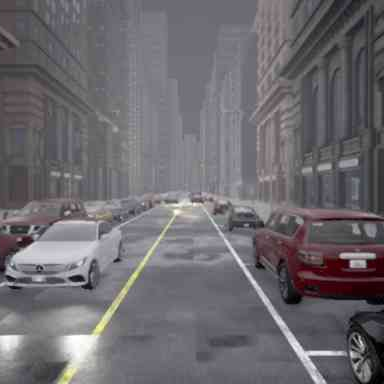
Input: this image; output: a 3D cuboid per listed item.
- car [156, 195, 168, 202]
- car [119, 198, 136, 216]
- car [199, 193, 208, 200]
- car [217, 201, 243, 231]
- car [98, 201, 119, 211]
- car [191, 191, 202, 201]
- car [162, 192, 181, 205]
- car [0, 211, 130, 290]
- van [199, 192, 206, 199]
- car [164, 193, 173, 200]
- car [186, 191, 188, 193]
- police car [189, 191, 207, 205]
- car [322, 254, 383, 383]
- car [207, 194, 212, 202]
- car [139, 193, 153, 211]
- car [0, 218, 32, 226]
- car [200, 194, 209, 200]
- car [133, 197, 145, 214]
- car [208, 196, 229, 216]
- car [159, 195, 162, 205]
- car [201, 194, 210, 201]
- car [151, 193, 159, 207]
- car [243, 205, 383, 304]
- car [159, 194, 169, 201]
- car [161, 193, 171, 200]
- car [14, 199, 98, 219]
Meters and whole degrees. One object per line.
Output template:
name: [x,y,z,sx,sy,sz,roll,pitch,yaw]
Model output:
car: [-5.768,1.205,63.945,1.802,1.307,4.206,0,0,0]
car: [-5.763,1.403,24.733,2.008,1.369,4.403,0,0,0]
car: [2.755,1.071,80.759,1.887,1.381,4.507,0,0,0]
car: [2.763,1.436,19.137,2.008,1.369,4.403,0,0,0]
car: [-5.762,1.412,18.962,1.752,1.417,4.829,0,0,0]
car: [0.892,0.825,68.060,2.150,2.045,5.566,0,0,0]
car: [-3.084,1.175,50.986,1.882,1.535,5.008,0,0,0]
car: [-3.101,1.471,9.058,1.812,1.442,4.674,0,0,0]
van: [2.756,0.835,86.360,1.690,1.788,3.998,0,0,0]
car: [-5.770,1.071,80.749,1.887,1.381,4.507,0,0,0]
car: [-0.011,0.918,86.388,1.994,1.385,4.181,0,0,0]
police car: [0.893,1.117,52.141,1.930,1.638,5.238,0,0,0]
car: [2.765,1.551,2.331,1.947,1.339,4.313,0,0,0]
car: [2.759,1.096,58.350,1.967,1.590,4.097,0,0,0]
car: [-5.764,1.226,35.936,1.967,1.590,4.097,0,0,0]
car: [-5.761,1.534,7.928,1.802,1.307,4.206,0,0,0]
car: [2.756,1.103,75.158,1.887,1.381,4.507,0,0,0]
car: [-5.764,1.385,30.335,1.947,1.339,4.313,0,0,0]
car: [2.762,1.364,30.341,1.887,1.381,4.507,0,0,0]
car: [-5.766,1.232,52.741,1.887,1.381,4.507,0,0,0]
car: [2.757,1.115,69.725,1.752,1.417,4.829,0,0,0]
car: [-5.764,1.068,41.536,2.192,1.841,5.009,0,0,0]
car: [2.766,1.267,7.931,2.192,1.841,5.009,0,0,0]
car: [-5.768,1.117,69.376,1.752,1.417,4.829,0,0,0]
car: [-5.769,0.999,75.147,1.967,1.590,4.097,0,0,0]
car: [-5.760,1.234,13.528,2.192,1.841,5.009,0,0,0]
